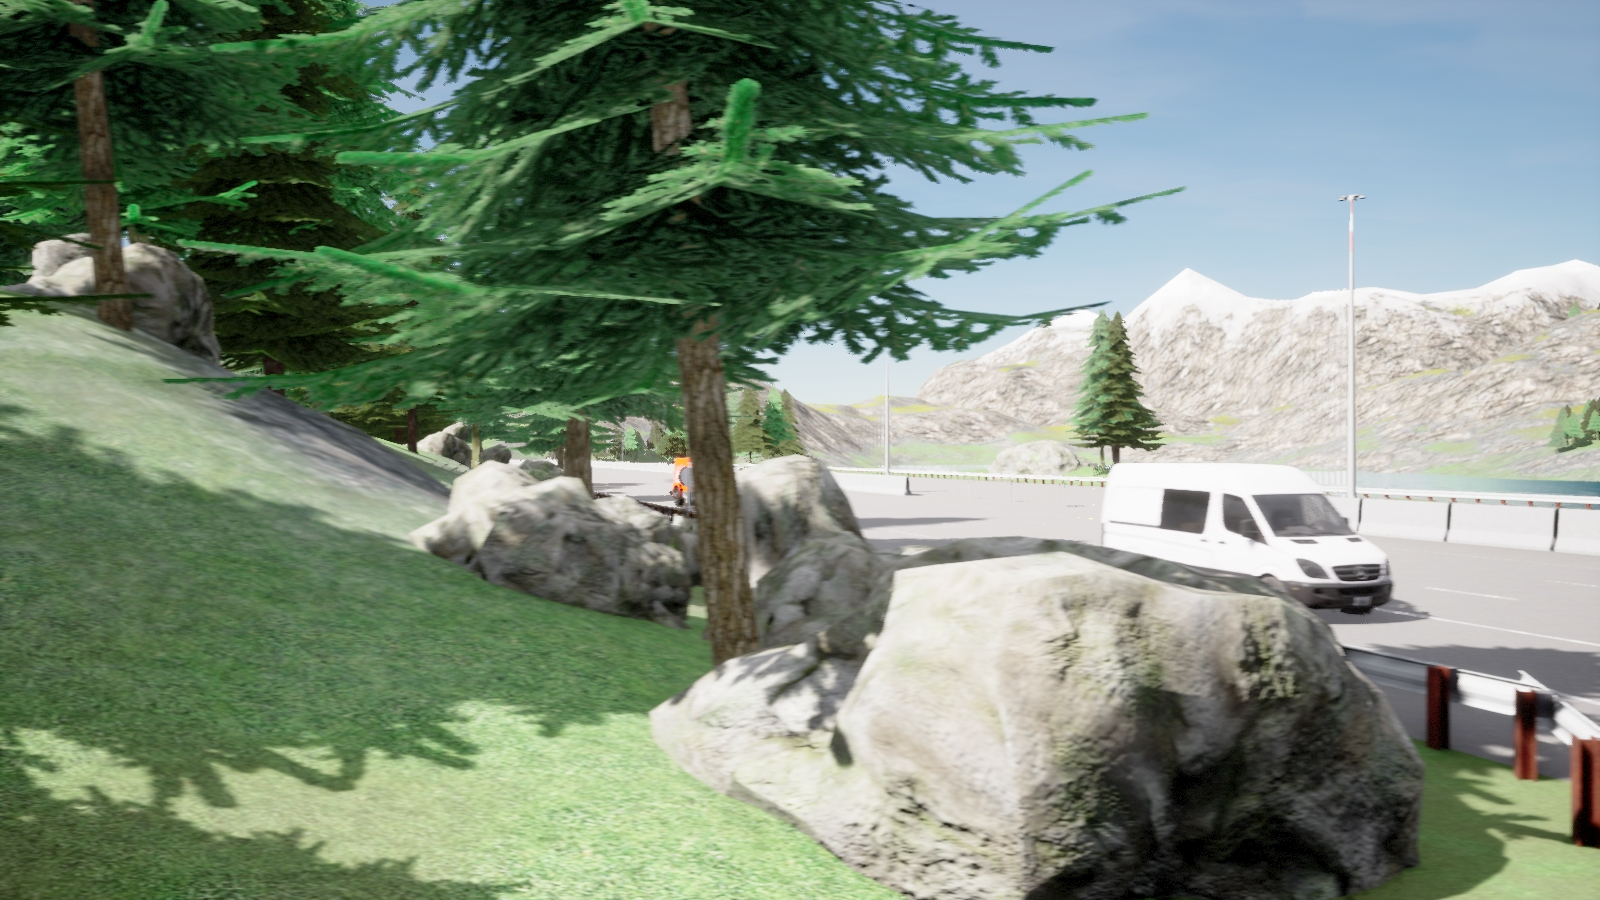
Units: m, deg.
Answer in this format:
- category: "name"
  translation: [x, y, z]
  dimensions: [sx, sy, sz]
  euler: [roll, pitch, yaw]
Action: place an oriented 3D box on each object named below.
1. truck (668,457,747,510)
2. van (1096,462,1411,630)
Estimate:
- category: "truck"
  translation: [-4.633, 1.573, 56.460]
  dimensions: [2.627, 2.467, 5.204]
  euler: [0, 0, -20]
- category: "van"
  translation: [7.999, 1.536, 21.006]
  dimensions: [1.988, 2.561, 5.915]
  euler: [0, 0, -20]
